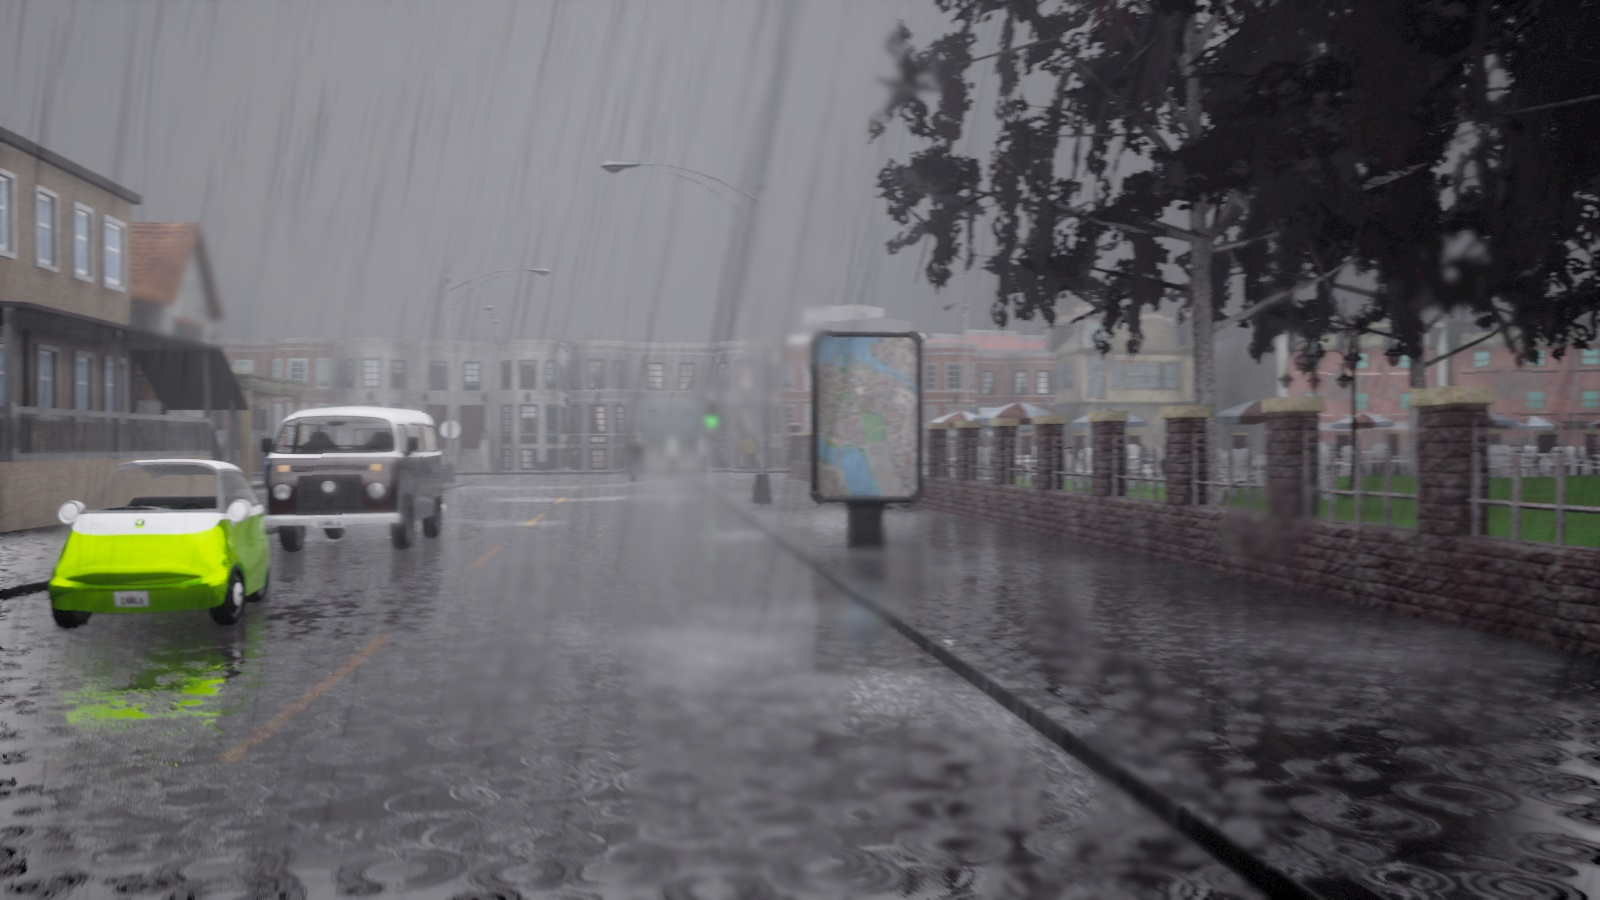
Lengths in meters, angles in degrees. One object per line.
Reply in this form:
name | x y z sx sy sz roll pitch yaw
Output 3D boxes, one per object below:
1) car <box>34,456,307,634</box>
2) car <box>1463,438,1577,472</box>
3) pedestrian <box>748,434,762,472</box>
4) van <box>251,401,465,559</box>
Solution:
car | -5.365 0.746 10.961 1.481 1.376 2.207 0 0 -7
car | 36.166 0.264 63.239 4.856 1.649 2.033 -1 0 28
pedestrian | -2.199 0.151 61.597 0.431 1.840 0.709 0 0 -23
van | -6.324 0.372 18.525 2.069 2.038 4.480 0 0 -7
